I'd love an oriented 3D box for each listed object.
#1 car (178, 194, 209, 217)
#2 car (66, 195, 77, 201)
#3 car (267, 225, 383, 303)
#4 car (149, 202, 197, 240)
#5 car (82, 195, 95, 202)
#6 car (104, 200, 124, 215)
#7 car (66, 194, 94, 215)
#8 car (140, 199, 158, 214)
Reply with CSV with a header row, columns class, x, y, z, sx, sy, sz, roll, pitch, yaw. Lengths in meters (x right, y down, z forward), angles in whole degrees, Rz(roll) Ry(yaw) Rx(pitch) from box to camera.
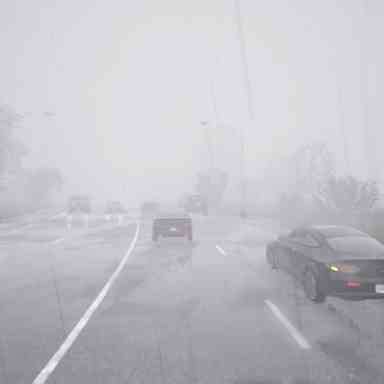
class,x,y,z,sx,sy,sz,roll,pitch,yaw
car,0.007,1.235,31.568,2.150,2.045,5.566,0,0,-12
car,-26.485,1.293,73.008,1.994,1.385,4.181,0,0,-26
car,3.240,1.521,8.112,1.812,1.442,4.674,0,0,-3
car,-1.095,1.485,17.068,1.882,1.535,5.008,0,0,-7
car,-22.980,1.423,73.799,2.128,1.511,4.902,0,0,-26
car,-8.240,1.571,35.290,2.033,1.411,5.357,0,0,-14
car,-11.870,1.247,35.293,2.150,2.045,5.566,0,0,-15
car,-4.440,1.498,35.135,1.882,1.535,5.008,0,0,-14
